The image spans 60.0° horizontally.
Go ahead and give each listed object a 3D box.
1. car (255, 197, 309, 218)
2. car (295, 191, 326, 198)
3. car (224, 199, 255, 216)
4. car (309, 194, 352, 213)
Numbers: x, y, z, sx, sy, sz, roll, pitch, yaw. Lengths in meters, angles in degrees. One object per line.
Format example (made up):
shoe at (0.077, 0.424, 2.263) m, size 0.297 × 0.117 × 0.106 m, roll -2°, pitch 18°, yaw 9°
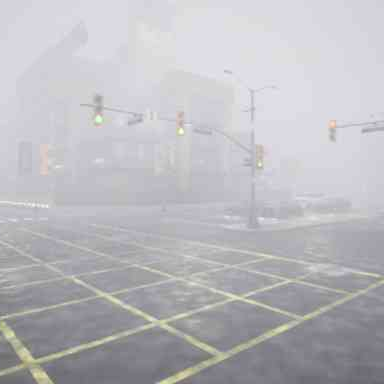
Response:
car at (7.566, 1.375, 27.854) m, size 4.181 × 1.385 × 1.994 m, roll 0°, pitch 0°, yaw -41°
car at (13.084, 0.959, 37.168) m, size 5.566 × 2.045 × 2.150 m, roll -1°, pitch 0°, yaw -40°
car at (5.352, 1.350, 30.565) m, size 5.357 × 1.411 × 2.033 m, roll 0°, pitch 0°, yaw -41°
car at (14.246, 1.233, 33.562) m, size 5.008 × 1.535 × 1.882 m, roll 0°, pitch 0°, yaw -40°
